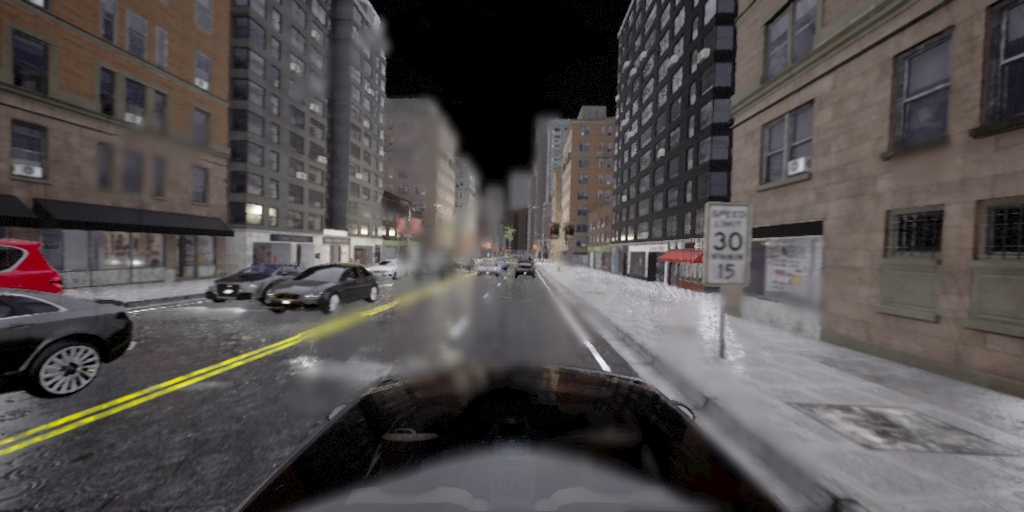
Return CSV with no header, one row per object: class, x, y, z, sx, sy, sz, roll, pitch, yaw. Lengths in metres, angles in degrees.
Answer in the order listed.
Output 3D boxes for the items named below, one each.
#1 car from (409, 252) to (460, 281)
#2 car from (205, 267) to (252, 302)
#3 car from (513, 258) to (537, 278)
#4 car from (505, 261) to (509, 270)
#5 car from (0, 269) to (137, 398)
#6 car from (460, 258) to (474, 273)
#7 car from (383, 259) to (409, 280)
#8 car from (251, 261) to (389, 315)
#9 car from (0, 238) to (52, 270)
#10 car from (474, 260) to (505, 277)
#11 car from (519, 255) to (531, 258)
car,-5.713,0.753,27.241,2.150,2.045,5.566,2,0,2
car,-9.468,1.004,14.040,1.994,1.385,4.181,2,0,2
car,1.201,1.234,33.303,1.837,1.490,4.892,2,0,2
car,-1.543,1.171,48.296,1.994,1.385,4.181,2,0,3
car,-6.620,1.037,3.271,2.128,1.511,4.902,2,0,2
car,-5.145,0.937,40.153,1.837,1.490,4.892,2,0,2
car,-8.979,0.958,26.793,1.812,1.442,4.674,2,0,2
car,-6.274,1.045,12.533,1.837,1.490,4.892,2,0,2
car,-9.833,0.667,4.650,2.150,2.045,5.566,2,0,0
car,-2.063,1.228,34.274,1.895,1.301,4.718,2,0,3
car,1.844,0.925,50.446,2.150,2.045,5.566,2,0,2
